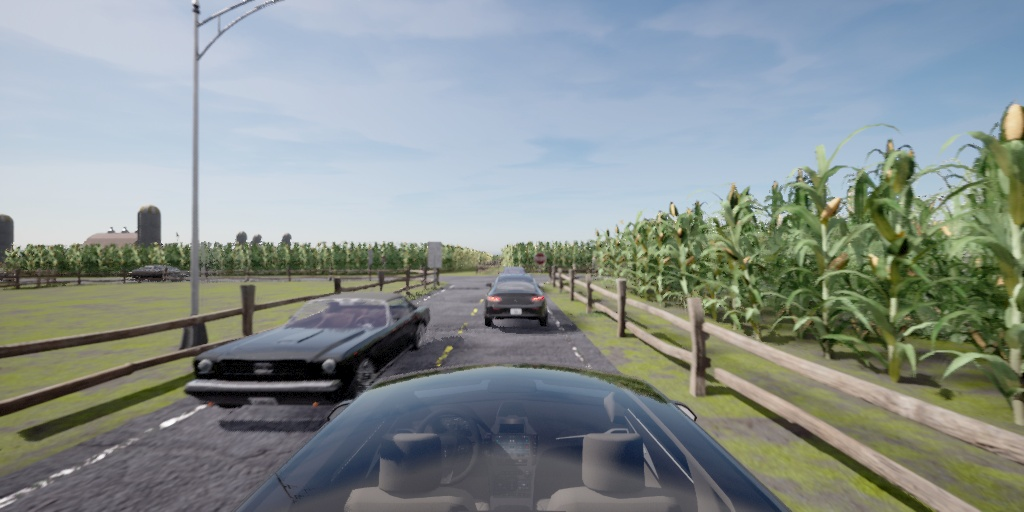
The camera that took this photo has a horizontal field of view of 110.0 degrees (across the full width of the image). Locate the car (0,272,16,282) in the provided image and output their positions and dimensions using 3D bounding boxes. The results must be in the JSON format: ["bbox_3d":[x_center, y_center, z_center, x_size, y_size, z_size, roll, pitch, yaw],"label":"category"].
[{"bbox_3d":[-51.818,1.939,34.940,5.357,1.411,2.033,-1,0,0],"label":"car"}]

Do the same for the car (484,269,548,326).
[{"bbox_3d":[0.106,1.320,11.767,1.812,1.442,4.674,0,0,0],"label":"car"}]

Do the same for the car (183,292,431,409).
[{"bbox_3d":[-2.847,1.371,6.311,1.895,1.301,4.718,0,0,0],"label":"car"}]

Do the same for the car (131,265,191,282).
[{"bbox_3d":[-33.913,1.658,34.821,4.902,1.511,2.128,0,0,0],"label":"car"}]

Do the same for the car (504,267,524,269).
[{"bbox_3d":[0.132,1.388,22.003,2.033,1.411,5.357,0,0,1],"label":"car"}]
